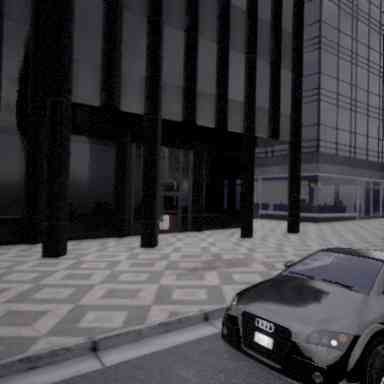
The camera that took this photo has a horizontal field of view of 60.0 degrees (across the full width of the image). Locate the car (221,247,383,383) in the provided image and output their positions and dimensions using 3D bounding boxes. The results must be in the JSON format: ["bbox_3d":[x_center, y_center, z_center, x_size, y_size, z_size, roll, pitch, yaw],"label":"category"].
[{"bbox_3d":[2.480,1.608,5.145,4.181,1.385,1.994,1,0,-35],"label":"car"}]
